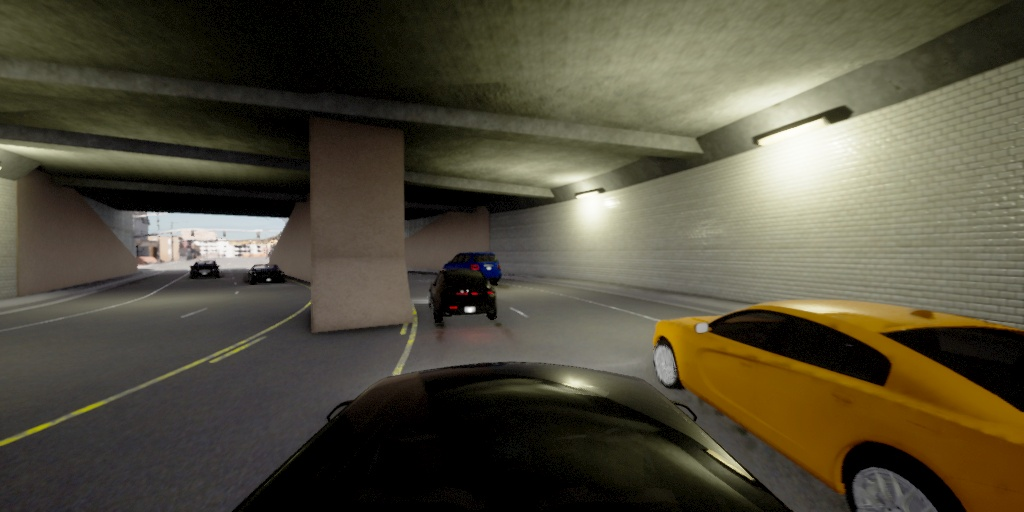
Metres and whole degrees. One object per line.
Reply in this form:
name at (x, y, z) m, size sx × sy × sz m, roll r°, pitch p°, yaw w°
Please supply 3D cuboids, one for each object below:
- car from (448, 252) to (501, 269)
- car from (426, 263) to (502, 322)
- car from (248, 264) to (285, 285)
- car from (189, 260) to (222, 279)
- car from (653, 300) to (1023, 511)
car at (-2.695, 0.790, 23.019) m, size 2.150 × 2.045 × 5.566 m, roll 0°, pitch 0°, yaw -31°
car at (-1.782, 1.171, 12.063) m, size 1.837 × 1.490 × 4.892 m, roll 0°, pitch 1°, yaw -15°
car at (-17.130, 1.240, 24.966) m, size 1.895 × 1.301 × 4.718 m, roll -1°, pitch 1°, yaw -39°
car at (-26.366, 1.133, 30.879) m, size 2.128 × 1.511 × 4.902 m, roll -1°, pitch 1°, yaw -39°
car at (3.243, 1.189, 3.696) m, size 1.882 × 1.535 × 5.008 m, roll 0°, pitch 1°, yaw -3°
